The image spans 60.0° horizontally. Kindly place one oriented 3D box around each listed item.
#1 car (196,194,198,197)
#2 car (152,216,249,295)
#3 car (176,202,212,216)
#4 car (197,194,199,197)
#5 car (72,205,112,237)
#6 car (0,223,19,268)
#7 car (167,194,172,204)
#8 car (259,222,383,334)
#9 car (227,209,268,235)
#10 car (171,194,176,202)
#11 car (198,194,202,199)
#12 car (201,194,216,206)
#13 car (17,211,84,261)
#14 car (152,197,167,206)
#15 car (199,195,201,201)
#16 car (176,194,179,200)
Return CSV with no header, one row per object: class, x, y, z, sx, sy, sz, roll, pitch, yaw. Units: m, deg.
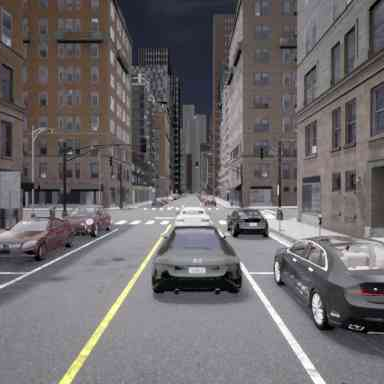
car,3.081,1.453,92.644,2.192,1.841,5.009,0,0,0
car,0.095,1.563,8.769,1.994,1.385,4.181,0,0,0
car,0.076,1.526,18.399,1.812,1.442,4.674,0,0,1
car,3.064,1.557,87.235,1.967,1.590,4.097,0,0,0
car,-5.647,1.440,17.703,1.967,1.590,4.097,0,0,0
car,-5.661,1.565,6.700,1.947,1.339,4.313,0,0,0
car,-5.528,1.604,65.622,2.008,1.369,4.403,0,0,0
car,2.864,1.550,6.688,2.008,1.369,4.403,0,0,0
car,2.879,1.566,17.691,1.947,1.339,4.313,0,0,0
car,-5.477,1.623,81.678,1.752,1.417,4.829,0,0,0
car,3.030,1.521,76.417,1.967,1.590,4.097,0,0,0
car,2.962,1.474,54.781,1.967,1.590,4.097,0,0,0
car,-5.654,1.581,12.201,1.802,1.307,4.206,0,0,0
car,-5.562,1.616,54.806,1.802,1.307,4.206,0,0,0
car,2.997,1.604,65.599,2.008,1.369,4.403,0,0,0
car,-5.444,1.453,92.666,2.192,1.841,5.009,0,0,0
